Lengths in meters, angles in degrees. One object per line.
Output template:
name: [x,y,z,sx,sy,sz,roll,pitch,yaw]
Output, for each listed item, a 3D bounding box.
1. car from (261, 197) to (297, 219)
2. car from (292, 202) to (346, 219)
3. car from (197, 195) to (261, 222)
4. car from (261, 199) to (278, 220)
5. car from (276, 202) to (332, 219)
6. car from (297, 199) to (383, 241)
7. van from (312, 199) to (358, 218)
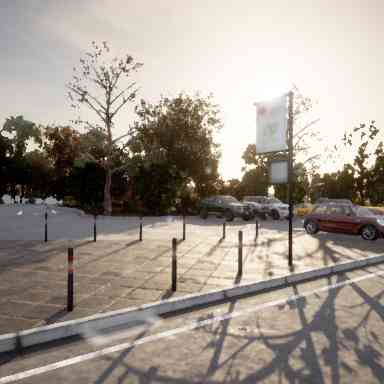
car: [7.094,1.453,31.340,2.435,2.045,5.566,2,-1,-36]
car: [13.760,1.965,36.401,1.946,1.575,5.366,3,-1,-36]
car: [2.677,1.321,28.129,2.435,2.045,5.566,2,-1,-36]
car: [4.817,1.636,29.712,2.231,1.521,4.892,2,-1,-36]
car: [11.601,1.875,34.848,1.946,1.575,5.366,2,-1,-36]
car: [8.098,1.397,16.977,2.185,1.767,4.553,2,-1,-36]
van: [16.209,1.844,37.792,1.878,1.987,4.442,3,-1,-36]
